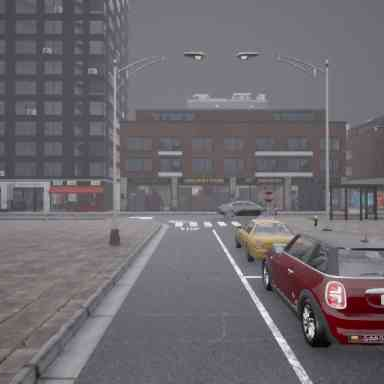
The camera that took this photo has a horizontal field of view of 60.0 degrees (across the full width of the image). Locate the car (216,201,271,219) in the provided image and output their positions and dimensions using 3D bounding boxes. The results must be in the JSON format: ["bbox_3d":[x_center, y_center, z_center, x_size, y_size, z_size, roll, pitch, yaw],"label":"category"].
[{"bbox_3d":[4.485,1.483,27.885,4.902,1.511,2.128,0,0,-1],"label":"car"}]

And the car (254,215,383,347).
[{"bbox_3d":[2.609,1.442,6.313,1.967,1.590,4.097,0,0,0],"label":"car"}]

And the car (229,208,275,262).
[{"bbox_3d":[2.575,1.529,11.921,1.752,1.417,4.829,0,0,0],"label":"car"}]
